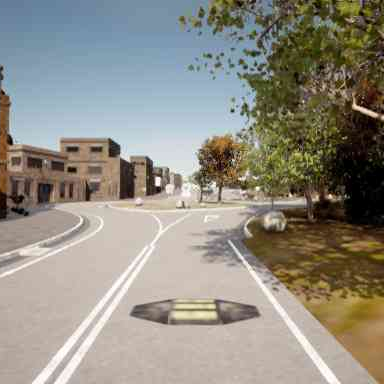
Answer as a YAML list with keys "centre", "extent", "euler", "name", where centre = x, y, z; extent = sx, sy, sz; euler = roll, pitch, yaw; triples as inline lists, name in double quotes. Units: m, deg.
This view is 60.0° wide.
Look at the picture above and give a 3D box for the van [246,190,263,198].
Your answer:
- centre: [18.149, 0.826, 92.629]
  extent: [4.442, 1.987, 1.878]
  euler: [0, 1, 1]
  name: "van"
